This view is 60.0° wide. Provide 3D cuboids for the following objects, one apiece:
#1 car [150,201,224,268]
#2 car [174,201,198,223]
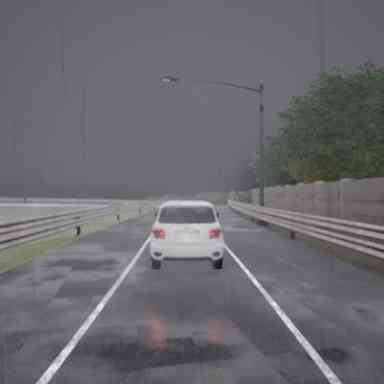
[{"bbox_3d":[-0.181,1.302,11.654,2.150,2.045,5.566,0,0,-1],"label":"car"},{"bbox_3d":[-0.405,1.663,28.977,1.882,1.535,5.008,0,0,1],"label":"car"}]
